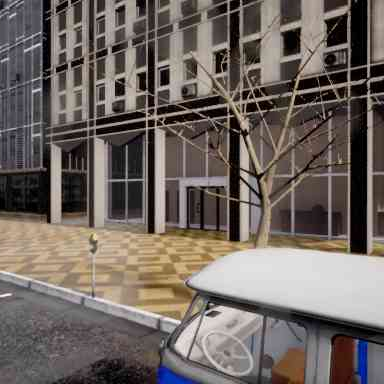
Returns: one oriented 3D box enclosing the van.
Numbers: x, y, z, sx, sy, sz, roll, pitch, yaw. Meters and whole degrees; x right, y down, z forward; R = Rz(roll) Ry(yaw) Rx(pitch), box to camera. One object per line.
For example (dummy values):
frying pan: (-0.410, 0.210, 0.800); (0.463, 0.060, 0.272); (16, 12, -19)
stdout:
van: (1.574, 1.341, 1.747); (3.998, 1.788, 1.690); (0, 0, 36)
